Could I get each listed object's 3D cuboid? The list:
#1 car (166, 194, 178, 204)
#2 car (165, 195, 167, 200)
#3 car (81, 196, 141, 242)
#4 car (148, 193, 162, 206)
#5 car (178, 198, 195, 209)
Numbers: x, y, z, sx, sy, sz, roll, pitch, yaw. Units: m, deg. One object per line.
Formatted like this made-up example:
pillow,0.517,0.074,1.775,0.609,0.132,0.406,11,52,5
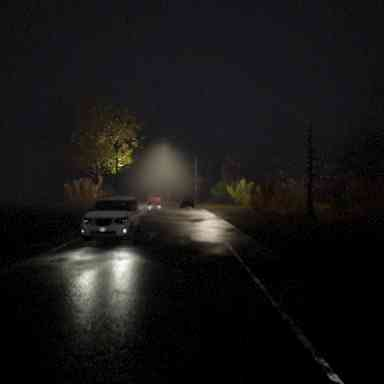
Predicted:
car,-3.606,1.563,65.613,1.812,1.442,4.674,0,0,-6
car,-5.792,1.357,83.558,1.837,1.490,4.892,0,0,-8
car,-3.911,1.256,17.010,2.150,2.045,5.566,0,0,-2
car,-6.454,1.272,58.046,2.150,2.045,5.566,0,0,-5
car,-0.691,1.577,47.080,1.812,1.442,4.674,0,0,-4
